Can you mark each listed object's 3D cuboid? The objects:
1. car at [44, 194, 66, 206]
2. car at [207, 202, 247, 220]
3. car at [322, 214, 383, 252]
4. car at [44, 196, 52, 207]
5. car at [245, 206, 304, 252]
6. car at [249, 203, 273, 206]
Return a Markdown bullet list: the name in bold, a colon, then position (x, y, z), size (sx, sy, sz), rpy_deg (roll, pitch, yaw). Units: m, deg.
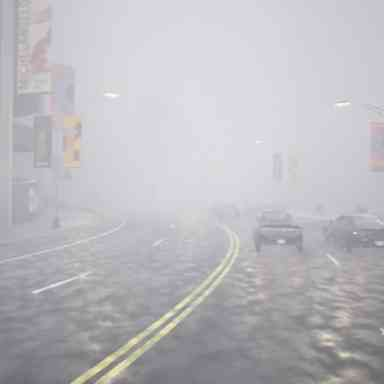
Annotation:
- **car**: position (-23.749, 1.325, 56.196), size (5.566, 2.045, 2.150), rpy_deg (0, -1, 32)
- **car**: position (2.769, 1.684, 30.085), size (2.128, 1.511, 4.902), rpy_deg (1, 0, -14)
- **car**: position (7.069, 1.667, 14.316), size (1.812, 1.442, 4.674), rpy_deg (1, 0, 7)
- **car**: position (-25.018, 1.670, 52.853), size (4.718, 1.301, 1.895), rpy_deg (0, 0, 32)
- **car**: position (3.586, 1.605, 14.569), size (2.128, 1.511, 4.902), rpy_deg (0, 0, 8)
- **car**: position (6.201, 1.719, 30.764), size (2.128, 1.511, 4.902), rpy_deg (1, 0, -14)
